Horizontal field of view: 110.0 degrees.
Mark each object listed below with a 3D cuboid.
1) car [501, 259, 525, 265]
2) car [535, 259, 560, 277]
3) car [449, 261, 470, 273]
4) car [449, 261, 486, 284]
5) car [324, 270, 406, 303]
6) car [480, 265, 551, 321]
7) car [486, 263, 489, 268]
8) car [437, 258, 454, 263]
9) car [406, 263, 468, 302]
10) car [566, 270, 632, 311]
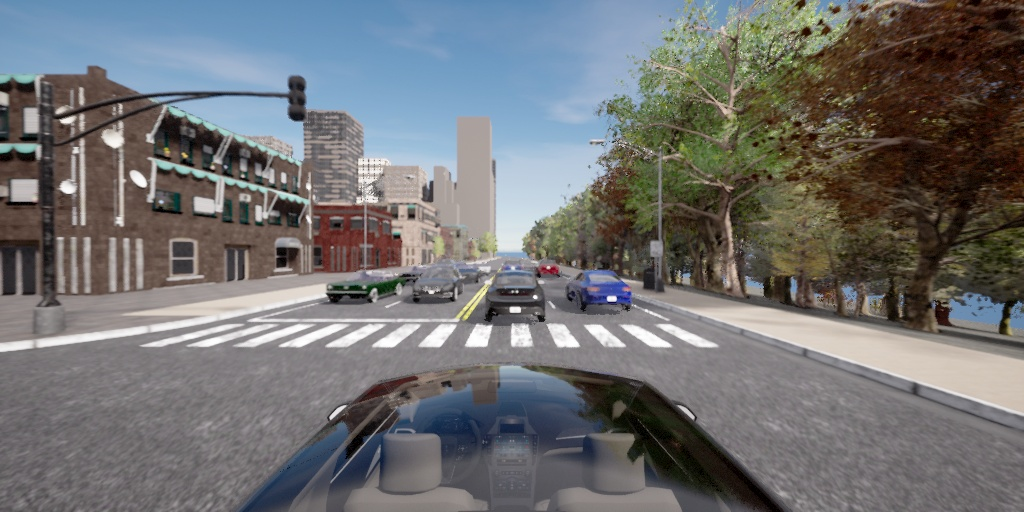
[{"bbox_3d":[0.091,1.083,32.995,2.097,1.767,4.553,0,0,0],"label":"car"},{"bbox_3d":[3.340,1.082,34.918,2.097,1.767,4.553,0,0,0],"label":"car"},{"bbox_3d":[-6.515,1.287,44.524,1.994,1.385,4.181,0,0,0],"label":"car"},{"bbox_3d":[-3.333,1.299,27.013,1.994,1.385,4.181,0,0,0],"label":"car"},{"bbox_3d":[-6.596,1.342,16.657,1.895,1.301,4.718,0,0,3],"label":"car"},{"bbox_3d":[0.097,1.249,12.424,1.837,1.490,4.892,0,0,0],"label":"car"},{"bbox_3d":[-3.267,1.329,37.031,1.895,1.301,4.718,0,0,0],"label":"car"},{"bbox_3d":[-6.537,1.082,34.844,2.097,1.767,4.553,0,0,0],"label":"car"},{"bbox_3d":[-3.372,1.246,17.057,1.837,1.490,4.892,0,0,-2],"label":"car"},{"bbox_3d":[3.346,1.268,14.315,1.812,1.442,4.674,0,0,0],"label":"car"}]
